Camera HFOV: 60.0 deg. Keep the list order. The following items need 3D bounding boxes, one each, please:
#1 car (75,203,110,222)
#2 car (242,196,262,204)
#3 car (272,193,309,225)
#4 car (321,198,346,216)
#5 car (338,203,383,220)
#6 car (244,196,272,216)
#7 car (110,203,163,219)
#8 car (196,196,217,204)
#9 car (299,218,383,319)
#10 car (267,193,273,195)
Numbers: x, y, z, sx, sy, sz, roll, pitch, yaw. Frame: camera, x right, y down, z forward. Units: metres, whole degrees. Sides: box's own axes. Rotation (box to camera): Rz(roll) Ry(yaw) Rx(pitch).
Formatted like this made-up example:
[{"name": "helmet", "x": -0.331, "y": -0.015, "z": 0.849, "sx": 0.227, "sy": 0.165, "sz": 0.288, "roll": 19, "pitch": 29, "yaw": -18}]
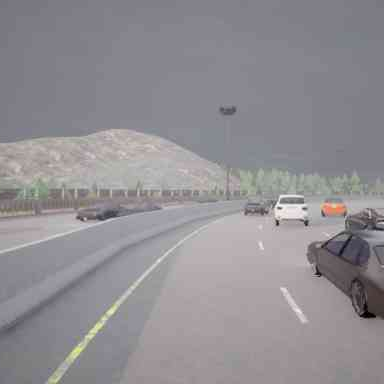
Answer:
[{"name": "car", "x": -6.948, "y": 1.547, "z": 26.368, "sx": 2.033, "sy": 1.411, "sz": 5.357, "roll": 0, "pitch": 0, "yaw": 15}, {"name": "car", "x": 11.446, "y": 1.523, "z": 63.263, "sx": 1.812, "sy": 1.442, "sz": 4.674, "roll": 0, "pitch": 0, "yaw": 38}, {"name": "car", "x": 7.169, "y": 1.223, "z": 24.065, "sx": 2.150, "sy": 2.045, "sz": 5.566, "roll": 0, "pitch": 0, "yaw": 15}, {"name": "car", "x": 13.589, "y": 1.351, "z": 31.915, "sx": 2.097, "sy": 1.767, "sz": 4.553, "roll": 0, "pitch": 0, "yaw": 22}, {"name": "car", "x": 8.779, "y": 1.491, "z": 15.764, "sx": 2.128, "sy": 1.511, "sz": 4.902, "roll": 0, "pitch": 0, "yaw": 10}, {"name": "car", "x": 6.478, "y": 1.489, "z": 32.914, "sx": 2.128, "sy": 1.511, "sz": 4.902, "roll": 0, "pitch": 0, "yaw": 21}, {"name": "car", "x": -3.731, "y": 1.547, "z": 24.875, "sx": 2.033, "sy": 1.411, "sz": 5.357, "roll": 0, "pitch": 0, "yaw": 15}, {"name": "car", "x": 2.536, "y": 1.503, "z": 56.608, "sx": 1.837, "sy": 1.490, "sz": 4.892, "roll": 0, "pitch": 0, "yaw": 32}, {"name": "car", "x": 4.001, "y": 1.547, "z": 7.200, "sx": 2.033, "sy": 1.411, "sz": 5.357, "roll": 0, "pitch": 0, "yaw": 6}, {"name": "car", "x": 15.019, "y": 1.216, "z": 62.238, "sx": 2.150, "sy": 2.045, "sz": 5.566, "roll": 0, "pitch": 0, "yaw": 39}]
